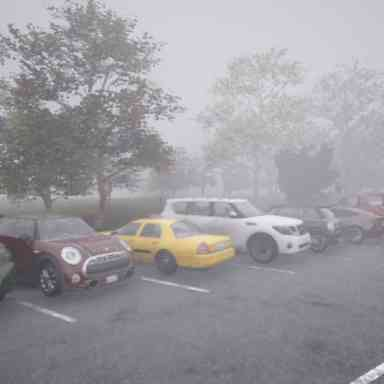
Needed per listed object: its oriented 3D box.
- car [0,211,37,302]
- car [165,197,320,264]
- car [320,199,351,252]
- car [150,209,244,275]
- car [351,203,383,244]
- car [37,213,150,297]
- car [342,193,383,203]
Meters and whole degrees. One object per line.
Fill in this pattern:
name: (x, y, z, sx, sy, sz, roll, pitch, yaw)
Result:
car: (-5.989, 1.236, 6.926, 5.566, 2.045, 2.435, -1, -1, 34)
car: (1.310, 1.213, 12.048, 5.566, 2.045, 2.435, -1, -1, 35)
car: (3.759, 1.312, 13.730, 4.553, 1.767, 2.185, -1, 0, 35)
car: (-1.315, 1.481, 10.458, 5.366, 1.575, 1.946, -1, 0, 35)
car: (6.166, 1.431, 15.440, 4.792, 1.488, 2.163, -1, 0, 36)
car: (-3.615, 1.363, 8.672, 4.553, 1.767, 2.185, -1, -1, 35)
car: (8.623, 1.103, 17.108, 5.566, 2.045, 2.435, -1, 0, 36)
